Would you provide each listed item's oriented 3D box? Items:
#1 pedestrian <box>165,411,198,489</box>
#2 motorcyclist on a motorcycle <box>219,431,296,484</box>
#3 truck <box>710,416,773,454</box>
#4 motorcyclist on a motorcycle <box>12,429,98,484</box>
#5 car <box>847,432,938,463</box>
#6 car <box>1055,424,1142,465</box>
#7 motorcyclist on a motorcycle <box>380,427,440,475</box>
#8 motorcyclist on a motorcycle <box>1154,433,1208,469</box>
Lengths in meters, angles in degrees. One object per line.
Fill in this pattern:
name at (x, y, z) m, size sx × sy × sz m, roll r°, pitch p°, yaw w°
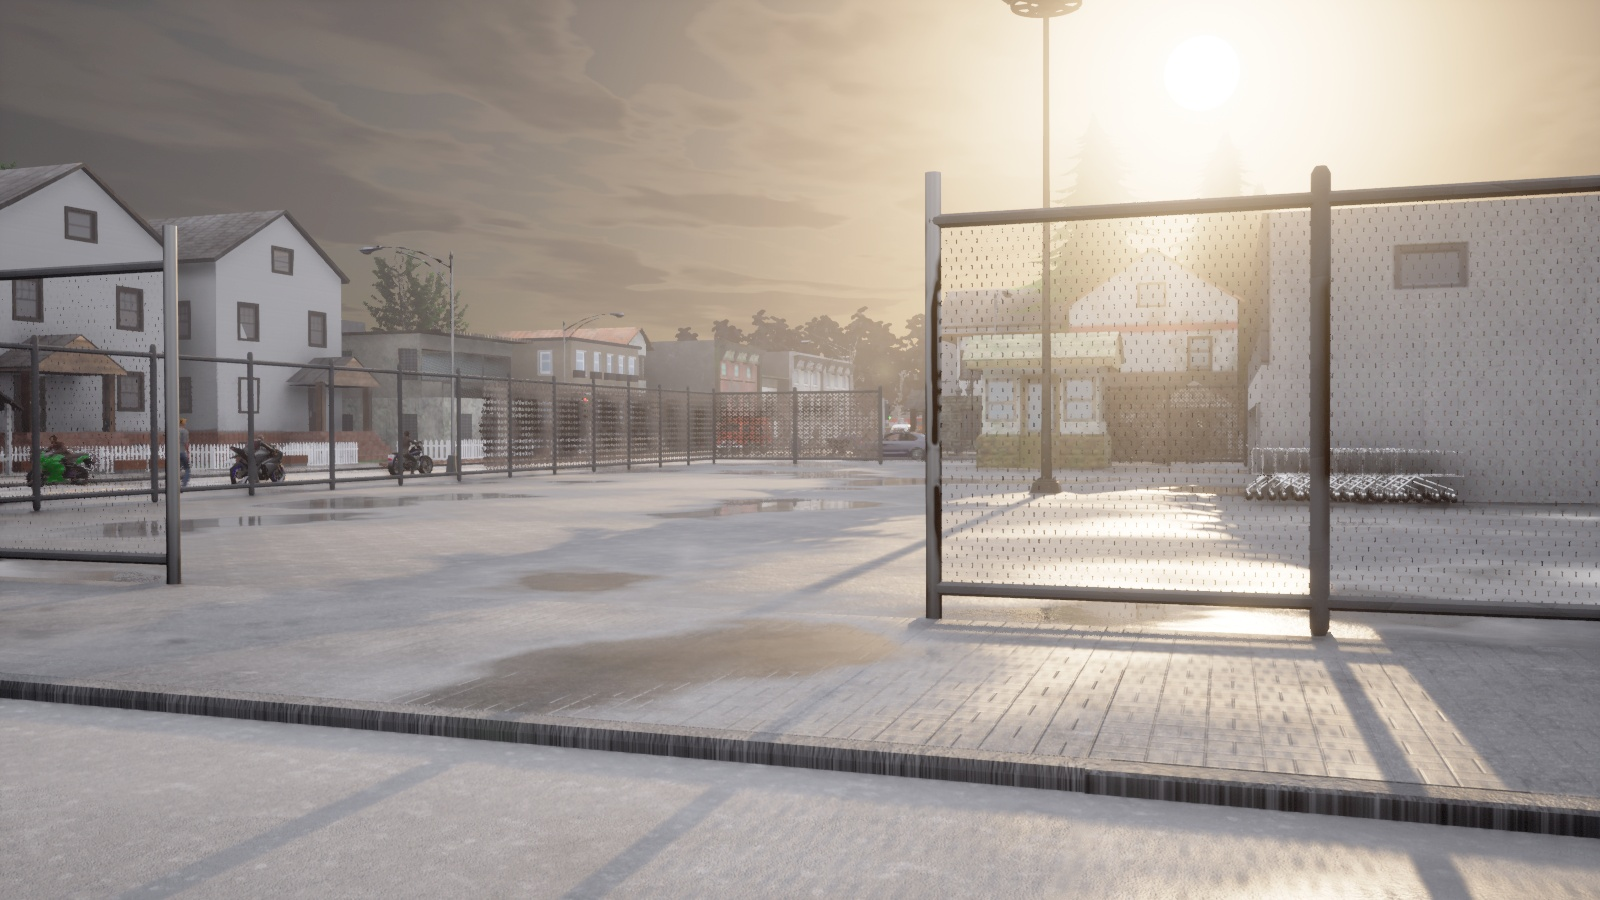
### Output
pedestrian at (-14.807, -0.001, 30.071) m, size 0.354 × 1.836 × 0.706 m, roll 0°, pitch 1°, yaw 12°
motorcyclist on a motorcycle at (-16.126, 0.202, 37.396) m, size 0.866 × 1.530 × 2.191 m, roll 1°, pitch 1°, yaw 19°
truck at (-3.927, -1.049, 85.792) m, size 2.627 × 2.467 × 5.204 m, roll 1°, pitch 1°, yaw 18°
motorcyclist on a motorcycle at (-21.010, 0.162, 35.466) m, size 0.797 × 1.523 × 2.044 m, roll 1°, pitch 1°, yaw 19°
car at (4.645, -0.150, 62.928) m, size 4.193 × 1.474 × 1.816 m, roll 1°, pitch 1°, yaw 19°
car at (14.195, -0.279, 59.678) m, size 3.866 × 1.878 × 1.905 m, roll 1°, pitch 1°, yaw 19°
motorcyclist on a motorcycle at (-13.768, 0.014, 44.441) m, size 0.766 × 1.649 × 2.350 m, roll 1°, pitch 1°, yaw 20°
motorcyclist on a motorcycle at (16.583, 0.049, 54.645) m, size 2.191 × 1.530 × 0.866 m, roll 1°, pitch 1°, yaw 19°
